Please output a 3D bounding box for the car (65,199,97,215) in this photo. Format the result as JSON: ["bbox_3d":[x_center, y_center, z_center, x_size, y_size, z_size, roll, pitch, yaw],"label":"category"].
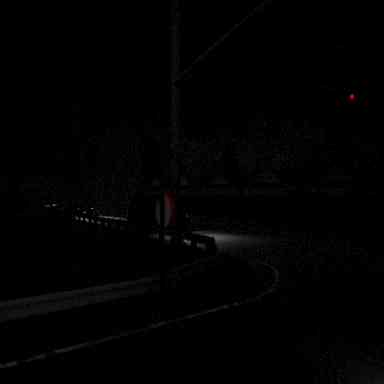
[{"bbox_3d":[-12.176,1.792,35.909,1.895,1.301,4.718,0,0,-35],"label":"car"}]

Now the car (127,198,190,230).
[{"bbox_3d":[-2.374,1.413,21.978,2.150,2.045,5.566,0,0,-35],"label":"car"}]

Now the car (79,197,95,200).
[{"bbox_3d":[-16.406,1.594,50.607,1.837,1.490,4.892,0,0,18],"label":"car"}]
